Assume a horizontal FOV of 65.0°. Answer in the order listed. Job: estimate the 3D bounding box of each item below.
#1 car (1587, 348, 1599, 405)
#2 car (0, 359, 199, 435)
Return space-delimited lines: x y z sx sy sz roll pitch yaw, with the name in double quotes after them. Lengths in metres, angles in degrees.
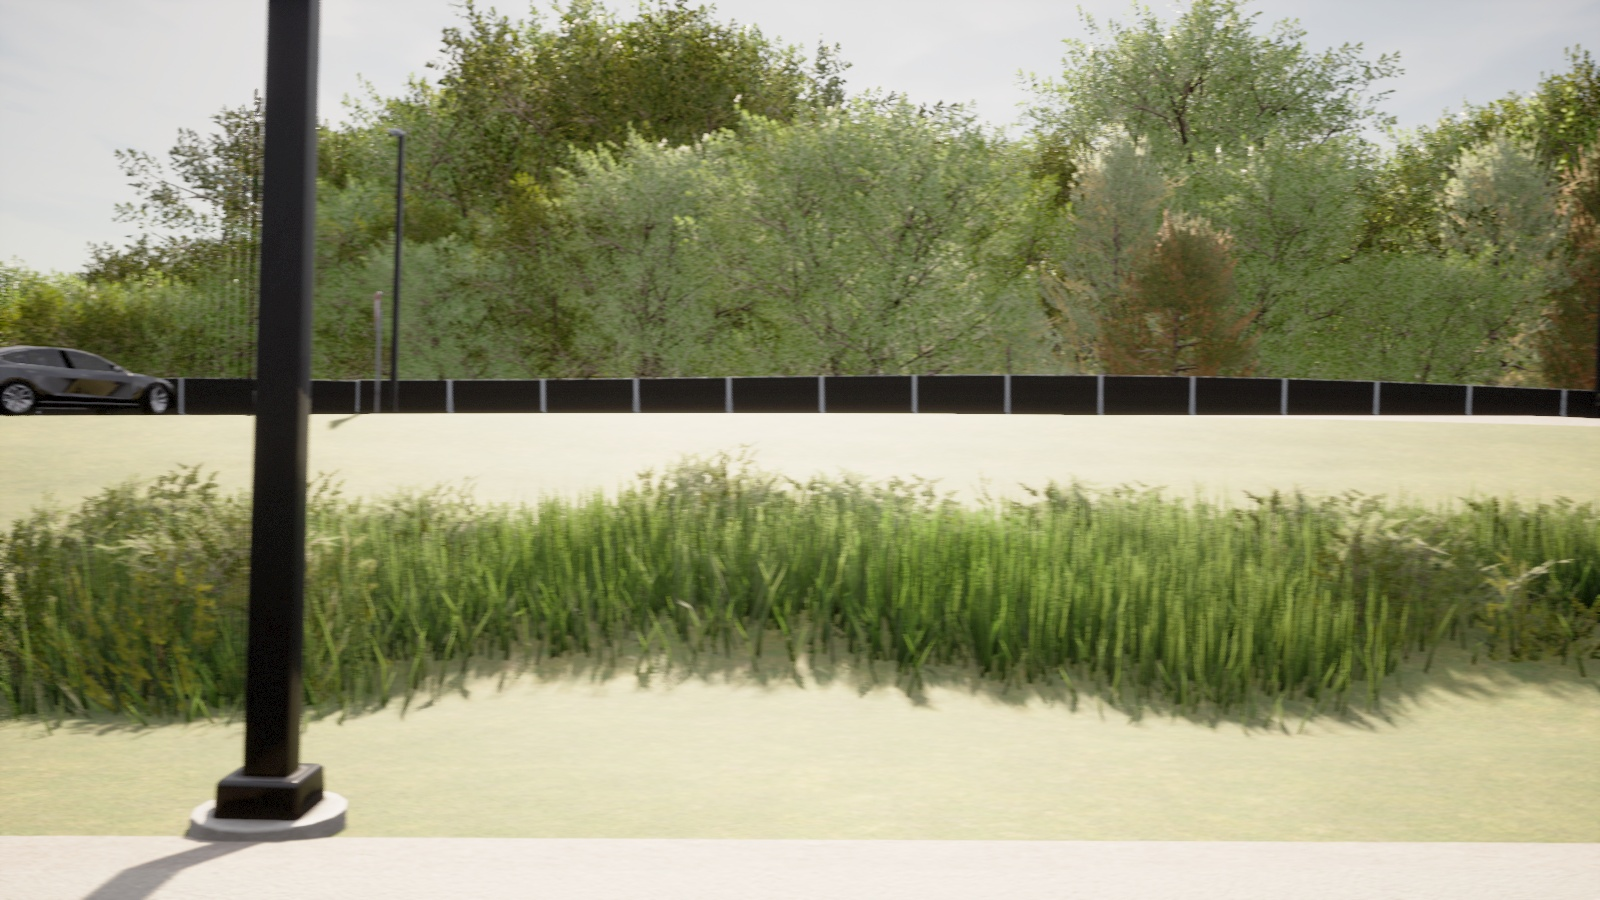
22.808 -1.803 31.695 4.674 1.442 1.812 2 1 0 "car"
-15.803 -1.098 26.989 2.163 1.488 4.792 -1 1 28 "car"
